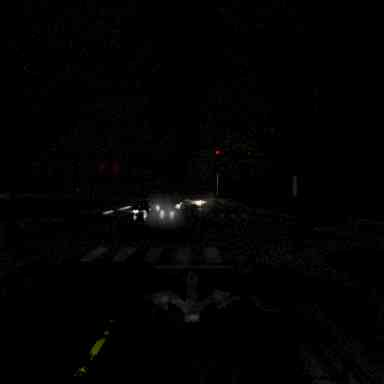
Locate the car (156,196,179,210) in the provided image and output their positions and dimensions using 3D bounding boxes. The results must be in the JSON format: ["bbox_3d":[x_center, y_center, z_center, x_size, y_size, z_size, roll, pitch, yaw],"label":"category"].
[{"bbox_3d":[-3.087,1.547,42.649,1.994,1.385,4.181,0,0,0],"label":"car"}]

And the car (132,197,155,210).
[{"bbox_3d":[-6.335,1.548,42.335,1.994,1.385,4.181,0,0,0],"label":"car"}]

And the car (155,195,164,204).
[{"bbox_3d":[-6.352,1.573,57.133,1.895,1.301,4.718,0,0,0],"label":"car"}]

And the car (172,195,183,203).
[{"bbox_3d":[-3.102,1.469,72.680,2.128,1.511,4.902,0,0,0],"label":"car"}]

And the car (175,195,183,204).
[{"bbox_3d":[-3.101,1.449,57.542,1.882,1.535,5.008,0,0,0],"label":"car"}]
